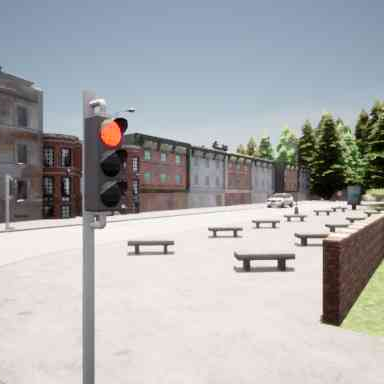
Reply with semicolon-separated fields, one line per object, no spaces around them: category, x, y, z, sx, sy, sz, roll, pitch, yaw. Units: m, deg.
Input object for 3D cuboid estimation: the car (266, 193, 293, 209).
car;12.416;1.224;46.758;2.150;2.045;5.566;0;0;36
